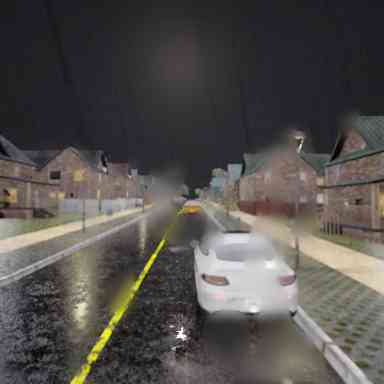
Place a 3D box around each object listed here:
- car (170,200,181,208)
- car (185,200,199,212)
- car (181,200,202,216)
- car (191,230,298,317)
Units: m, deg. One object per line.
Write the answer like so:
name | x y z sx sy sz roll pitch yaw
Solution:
car | -2.756 2.067 58.219 1.895 1.301 4.718 0 -1 0
car | 0.038 1.859 45.875 1.837 1.490 4.892 0 0 1
car | 0.073 1.747 35.864 1.882 1.535 5.008 0 0 0
car | 0.963 1.579 7.472 1.812 1.442 4.674 0 0 0
